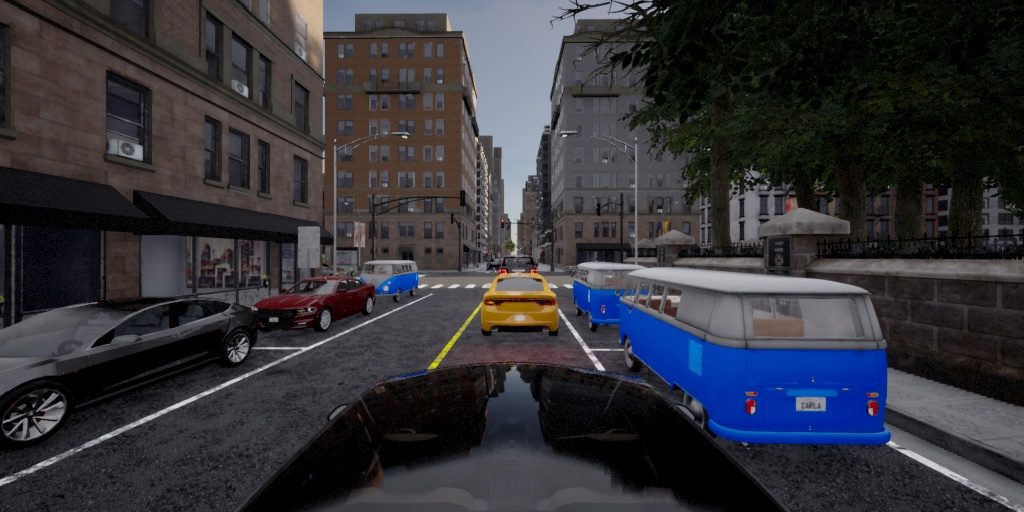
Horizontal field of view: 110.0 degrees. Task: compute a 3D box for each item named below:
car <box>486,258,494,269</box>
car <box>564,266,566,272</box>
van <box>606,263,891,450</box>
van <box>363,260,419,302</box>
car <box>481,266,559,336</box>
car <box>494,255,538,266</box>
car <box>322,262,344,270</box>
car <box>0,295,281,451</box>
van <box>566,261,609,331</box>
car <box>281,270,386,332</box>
[{"bbox_3d":[-2.301,1.085,49.676,2.097,1.767,4.553,0,0,2],"label":"car"},{"bbox_3d":[8.049,1.240,38.466,4.902,1.511,2.128,0,0,0],"label":"car"},{"bbox_3d":[2.716,1.090,5.066,1.690,1.789,3.998,0,0,1],"label":"van"},{"bbox_3d":[-5.580,1.087,16.543,1.690,1.789,3.998,0,0,1],"label":"van"},{"bbox_3d":[0.226,1.226,10.470,1.882,1.535,5.008,0,0,1],"label":"car"},{"bbox_3d":[0.332,0.965,20.426,2.150,2.045,5.566,0,0,0],"label":"car"},{"bbox_3d":[-16.200,1.279,28.671,5.357,1.411,2.033,0,0,1],"label":"car"},{"bbox_3d":[-5.807,1.315,5.225,1.948,1.339,4.313,0,0,1],"label":"car"},{"bbox_3d":[2.830,1.089,10.723,1.690,1.789,3.998,0,0,1],"label":"van"},{"bbox_3d":[-5.694,1.293,10.884,1.888,1.381,4.507,0,0,1],"label":"car"}]
